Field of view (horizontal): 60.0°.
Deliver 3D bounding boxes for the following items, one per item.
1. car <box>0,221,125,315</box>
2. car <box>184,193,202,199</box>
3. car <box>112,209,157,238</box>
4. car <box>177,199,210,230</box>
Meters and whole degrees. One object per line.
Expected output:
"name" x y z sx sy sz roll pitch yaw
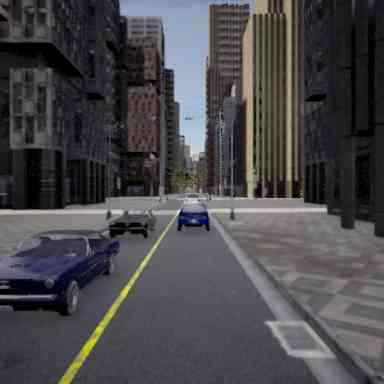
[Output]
"car" -3.065 1.593 7.640 1.895 1.301 4.718 0 0 0
"car" 0.106 1.165 43.517 2.150 2.045 5.566 0 0 0
"car" -2.998 1.582 17.676 1.895 1.301 4.718 0 0 0
"car" 0.104 1.455 20.876 1.882 1.535 5.008 0 0 0
